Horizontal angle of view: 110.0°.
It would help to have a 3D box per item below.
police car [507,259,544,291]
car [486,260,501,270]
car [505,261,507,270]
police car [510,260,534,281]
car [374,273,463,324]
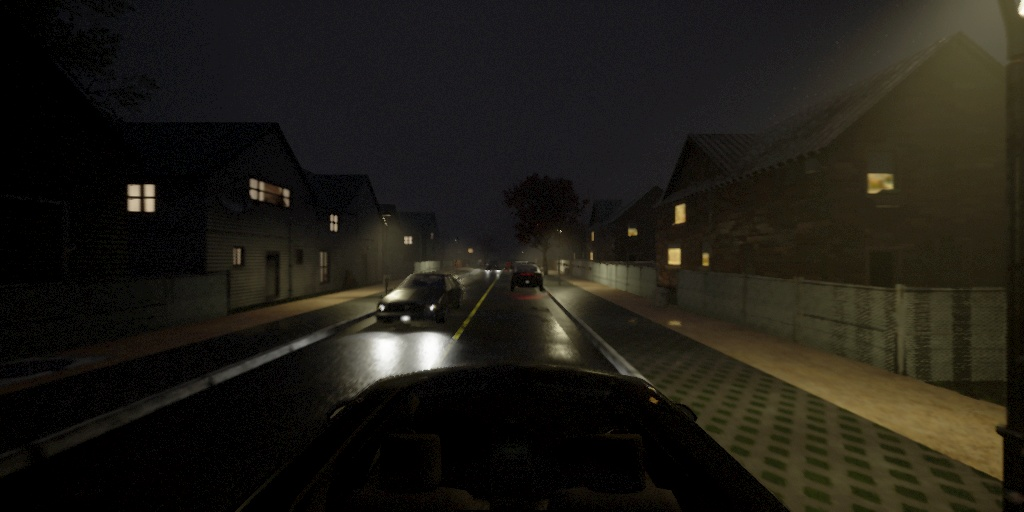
[{"bbox_3d":[0.832,1.186,21.917,1.930,1.638,5.238,0,0,0],"label":"police car"},{"bbox_3d":[-2.789,1.360,54.009,1.837,1.490,4.892,0,0,1],"label":"car"},{"bbox_3d":[0.019,1.227,56.735,2.097,1.767,4.553,0,0,0],"label":"car"},{"bbox_3d":[0.835,1.201,31.918,1.930,1.638,5.238,0,0,0],"label":"police car"},{"bbox_3d":[-2.845,1.295,12.258,2.033,1.411,5.357,0,0,0],"label":"car"}]
